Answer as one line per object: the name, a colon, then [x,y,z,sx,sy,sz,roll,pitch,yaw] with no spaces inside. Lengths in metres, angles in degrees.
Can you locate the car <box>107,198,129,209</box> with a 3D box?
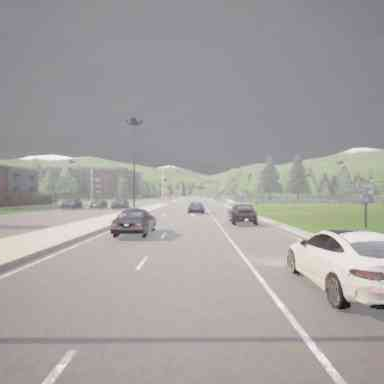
car: [-10.964,1.760,50.907,2.097,1.767,4.553,0,0,1]

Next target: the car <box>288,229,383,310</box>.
car: [3.691,1.595,7.831,1.812,1.442,4.674,0,0,0]

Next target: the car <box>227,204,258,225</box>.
car: [3.872,1.724,25.877,1.837,1.490,4.892,0,0,1]

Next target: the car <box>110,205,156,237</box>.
car: [-3.206,1.701,18.940,2.033,1.411,5.357,0,0,1]

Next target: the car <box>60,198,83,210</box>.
car: [-17.993,1.744,49.770,2.097,1.767,4.553,0,0,1]

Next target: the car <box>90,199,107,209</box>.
car: [-14.444,1.912,51.793,2.128,1.511,4.902,0,-1,1]

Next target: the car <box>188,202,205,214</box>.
car: [0.527,1.903,40.808,1.994,1.385,4.181,0,0,1]
